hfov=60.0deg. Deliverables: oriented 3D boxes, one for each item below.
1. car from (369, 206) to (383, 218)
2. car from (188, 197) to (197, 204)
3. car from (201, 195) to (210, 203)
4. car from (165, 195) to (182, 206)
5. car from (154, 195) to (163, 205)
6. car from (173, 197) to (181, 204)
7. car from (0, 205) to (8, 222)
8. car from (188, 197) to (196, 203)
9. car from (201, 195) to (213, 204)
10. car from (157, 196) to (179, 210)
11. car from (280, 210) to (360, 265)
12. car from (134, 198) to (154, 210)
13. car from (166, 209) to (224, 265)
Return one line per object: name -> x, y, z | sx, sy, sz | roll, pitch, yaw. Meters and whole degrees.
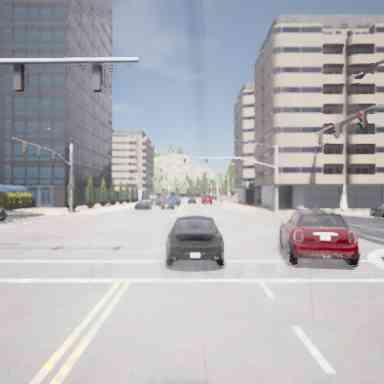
car -> 18.741, 1.701, 30.198 | 4.902, 1.511, 2.128 | 0, 0, -1
car -> 0.021, 2.058, 77.135 | 1.812, 1.442, 4.674 | 0, 0, 0
car -> 3.523, 1.730, 86.284 | 2.150, 2.045, 5.566 | 0, 0, 0
car -> -3.503, 1.655, 63.254 | 2.150, 2.045, 5.566 | 0, 0, 1
car -> -6.998, 1.938, 64.197 | 2.128, 1.511, 4.902 | 0, 0, 0
car -> -3.478, 1.961, 79.064 | 1.812, 1.442, 4.674 | 0, 0, 0
car -> -17.228, 1.535, 26.271 | 4.553, 1.767, 2.097 | 0, 0, 2
car -> 0.023, 2.030, 86.254 | 2.128, 1.511, 4.902 | 0, 0, 0
car -> 3.521, 1.746, 76.029 | 2.150, 2.045, 5.566 | 0, 0, 0
car -> -3.562, 1.832, 49.319 | 2.128, 1.511, 4.902 | 0, 0, 0
car -> 4.454, 1.437, 12.246 | 2.097, 1.767, 4.553 | 0, 0, 10
car -> -7.067, 1.897, 47.877 | 1.994, 1.385, 4.181 | 0, 0, 0
car -> 0.098, 1.590, 12.073 | 1.837, 1.490, 4.892 | 0, 0, 0
